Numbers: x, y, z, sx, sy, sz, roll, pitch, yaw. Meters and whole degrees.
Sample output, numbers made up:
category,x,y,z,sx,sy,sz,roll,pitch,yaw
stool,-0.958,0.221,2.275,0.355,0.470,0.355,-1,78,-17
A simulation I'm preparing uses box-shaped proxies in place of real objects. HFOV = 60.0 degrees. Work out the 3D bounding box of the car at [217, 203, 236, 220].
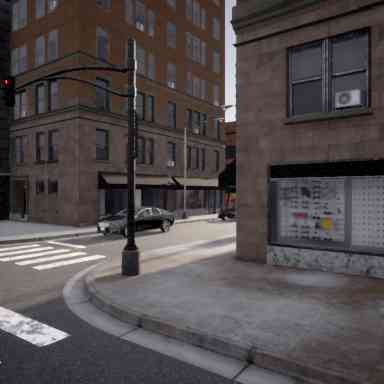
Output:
category,x,y,z,sx,sy,sz,roll,pitch,yaw
car,4.240,1.665,28.527,2.033,1.411,5.357,0,0,36

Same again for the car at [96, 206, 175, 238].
category,x,y,z,sx,sy,sz,roll,pitch,yaw
car,-2.982,1.559,18.415,2.128,1.511,4.902,0,0,36
